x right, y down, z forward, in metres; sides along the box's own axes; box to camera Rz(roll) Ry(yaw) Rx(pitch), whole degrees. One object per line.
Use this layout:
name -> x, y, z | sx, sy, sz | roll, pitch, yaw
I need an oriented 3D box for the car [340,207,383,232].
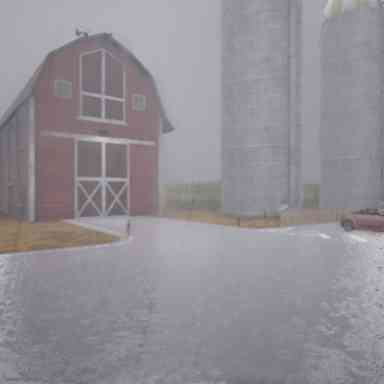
car -> 10.336, 1.542, 18.064 | 1.994, 1.381, 4.181 | 0, 0, -36
